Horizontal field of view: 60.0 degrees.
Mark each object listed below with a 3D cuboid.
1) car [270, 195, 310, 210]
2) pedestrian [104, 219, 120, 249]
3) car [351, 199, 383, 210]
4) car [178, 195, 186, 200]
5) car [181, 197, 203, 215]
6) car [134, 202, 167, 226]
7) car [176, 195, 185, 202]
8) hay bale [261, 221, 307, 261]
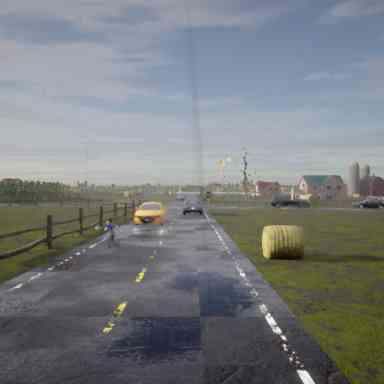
[{"bbox_3d":[14.323,1.449,48.678,5.566,2.045,2.150,1,1,3],"label":"car"},{"bbox_3d":[-3.134,1.569,12.952,0.375,1.300,0.375,-1,1,3],"label":"pedestrian"},{"bbox_3d":[27.192,1.856,51.216,5.008,1.535,1.882,1,1,1],"label":"car"},{"bbox_3d":[-2.751,1.537,92.490,1.994,1.385,4.181,0,0,0],"label":"car"},{"bbox_3d":[0.093,1.556,34.461,1.994,1.385,4.181,0,0,0],"label":"car"},{"bbox_3d":[-2.843,1.473,23.586,1.882,1.535,5.008,0,1,0],"label":"car"},{"bbox_3d":[-2.751,1.465,77.395,1.882,1.535,5.008,0,0,0],"label":"car"},{"bbox_3d":[3.133,1.652,11.505,1.220,1.180,1.240,1,1,0],"label":"hay bale"}]
